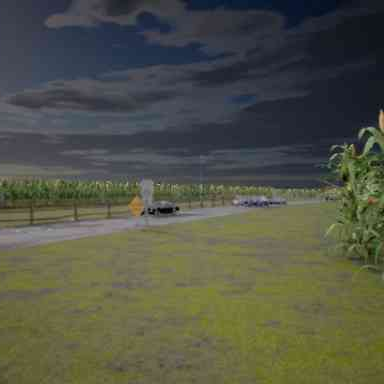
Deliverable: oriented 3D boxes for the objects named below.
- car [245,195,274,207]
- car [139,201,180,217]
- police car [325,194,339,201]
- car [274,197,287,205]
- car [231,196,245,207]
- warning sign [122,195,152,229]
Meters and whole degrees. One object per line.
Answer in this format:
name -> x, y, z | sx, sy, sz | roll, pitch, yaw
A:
car -> 9.862, 1.278, 48.570 | 2.097, 1.767, 4.553 | 1, 0, 30
car -> -3.056, 1.526, 30.341 | 1.895, 1.301, 4.718 | 1, 0, 28
police car -> 33.033, 1.327, 78.022 | 1.930, 1.638, 5.238 | 1, 1, 45
car -> 14.780, 1.480, 56.808 | 1.994, 1.385, 4.181 | 1, 0, 34
car -> 7.565, 1.386, 50.309 | 2.128, 1.511, 4.902 | 1, 0, 30
warning sign -> -3.148, 1.112, 19.123 | 1.300, 1.860, 1.060 | 1, 0, 30
